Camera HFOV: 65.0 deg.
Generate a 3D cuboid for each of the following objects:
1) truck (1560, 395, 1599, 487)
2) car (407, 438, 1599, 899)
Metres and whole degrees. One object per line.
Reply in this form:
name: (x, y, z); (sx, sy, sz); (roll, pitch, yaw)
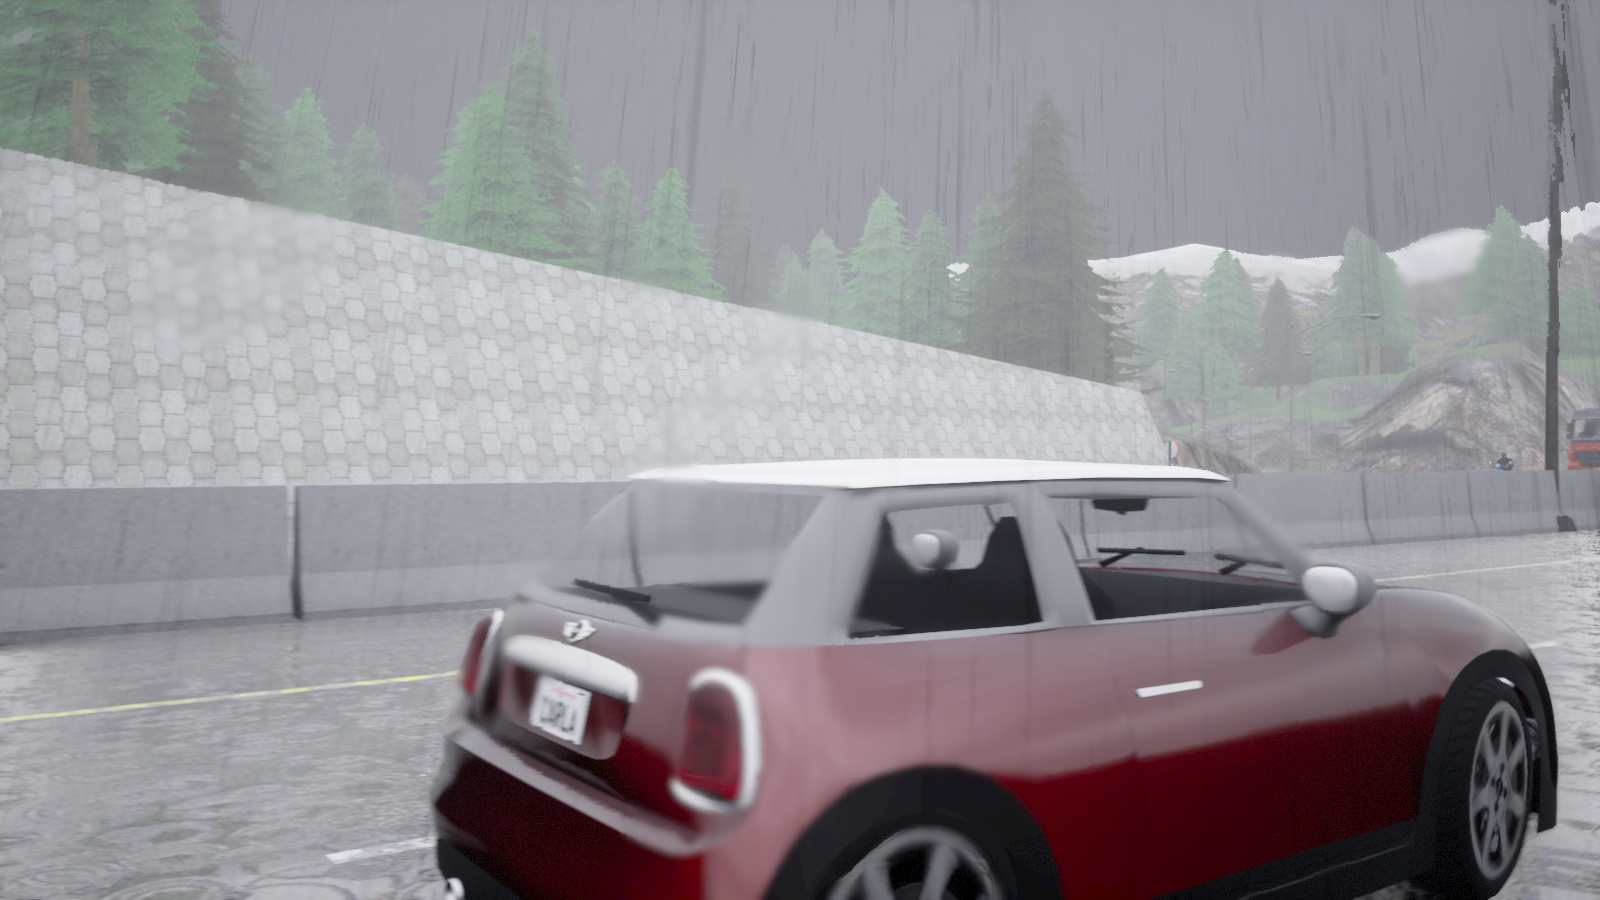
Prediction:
truck: (36.770, -0.363, 54.842); (8.468, 3.827, 2.891); (0, 0, -35)
car: (0.877, 0.719, 4.291); (3.806, 1.475, 1.970); (0, 0, -36)
